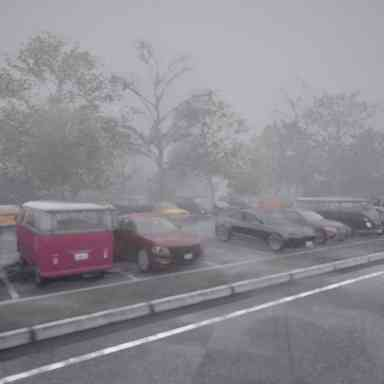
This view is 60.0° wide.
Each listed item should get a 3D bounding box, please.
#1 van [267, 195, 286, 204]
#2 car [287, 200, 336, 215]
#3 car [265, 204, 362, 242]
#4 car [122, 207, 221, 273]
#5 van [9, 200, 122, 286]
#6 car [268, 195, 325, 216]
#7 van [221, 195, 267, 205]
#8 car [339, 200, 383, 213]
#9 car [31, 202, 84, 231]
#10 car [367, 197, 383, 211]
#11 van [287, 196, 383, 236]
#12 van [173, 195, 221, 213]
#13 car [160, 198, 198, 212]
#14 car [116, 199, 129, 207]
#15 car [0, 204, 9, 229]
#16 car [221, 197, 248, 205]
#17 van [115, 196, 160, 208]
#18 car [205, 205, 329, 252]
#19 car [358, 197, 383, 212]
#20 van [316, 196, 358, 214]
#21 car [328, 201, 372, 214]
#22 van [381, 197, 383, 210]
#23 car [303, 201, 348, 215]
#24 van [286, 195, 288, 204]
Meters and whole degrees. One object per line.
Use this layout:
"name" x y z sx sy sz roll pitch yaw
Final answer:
"van" 6.723 1.346 33.252 1.878 1.987 4.442 1 -1 -35
"car" 13.556 1.713 37.974 2.097 1.535 5.008 1 -1 -35
"car" 5.236 1.540 15.988 2.002 1.452 4.674 0 0 -35
"car" -1.547 1.492 11.156 2.097 1.535 5.008 0 0 -35
"van" -3.872 1.264 9.635 1.878 1.987 4.442 0 0 -35
"car" 11.216 1.413 36.278 2.435 2.045 5.566 1 -1 -35
"van" 4.495 1.297 31.377 1.878 1.987 4.442 1 0 -35
"car" 22.577 1.902 44.406 2.097 1.535 5.008 1 -1 -35
"car" -8.982 1.492 21.906 2.097 1.535 5.008 0 0 -35
"car" 29.360 1.793 49.215 2.435 2.045 5.566 1 -1 -35
"van" 7.566 1.277 17.503 1.878 1.987 4.442 0 0 -35
"van" 0.105 1.276 28.247 1.878 1.987 4.442 0 0 -35
"car" -2.110 1.497 26.585 1.946 1.575 5.366 0 0 -36
"car" -6.726 1.496 23.513 2.231 1.521 4.892 0 0 -35
"car" -11.340 1.489 20.224 2.097 1.535 5.008 0 0 -35
"car" 2.289 1.505 29.954 2.097 1.535 5.008 0 0 -35
"van" -4.542 1.271 25.222 1.878 1.987 4.442 0 0 -35
"car" 2.994 1.527 14.349 2.163 1.488 4.792 0 0 -36
"car" 27.105 1.745 47.607 2.435 2.045 5.566 1 -1 -35
"van" 17.897 1.580 41.219 1.878 1.987 4.442 1 -1 -35
"car" 20.215 1.893 42.732 2.002 1.452 4.674 1 -1 -35
"van" 31.666 1.865 50.750 1.878 1.987 4.442 1 -1 -35
"car" 15.810 1.801 39.585 2.002 1.452 4.674 1 -1 -35
"van" 8.876 1.391 34.788 1.878 1.987 4.442 1 -1 -35
